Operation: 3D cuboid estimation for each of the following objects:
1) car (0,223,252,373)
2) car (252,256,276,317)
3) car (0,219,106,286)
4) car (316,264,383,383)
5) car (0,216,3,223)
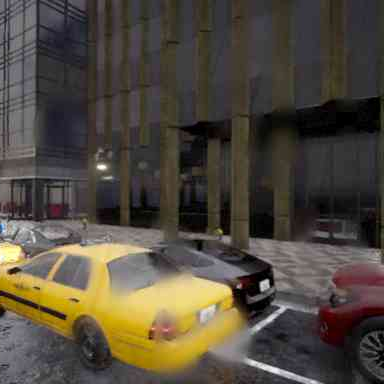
[{"bbox_3d":[-1.852,1.523,5.732,5.366,1.575,1.801,0,-1,37],"label":"car"},{"bbox_3d":[-0.414,1.656,6.998,4.313,1.339,1.947,0,-1,37],"label":"car"},{"bbox_3d":[-4.916,1.662,10.360,4.403,1.369,2.008,0,-1,37],"label":"car"},{"bbox_3d":[4.090,1.384,3.640,5.009,1.841,2.192,0,-1,37],"label":"car"},{"bbox_3d":[-6.679,1.546,9.295,5.366,1.575,1.801,0,-1,37],"label":"car"}]
